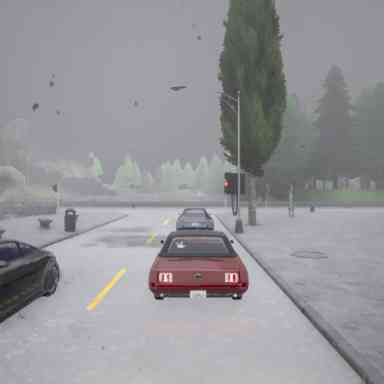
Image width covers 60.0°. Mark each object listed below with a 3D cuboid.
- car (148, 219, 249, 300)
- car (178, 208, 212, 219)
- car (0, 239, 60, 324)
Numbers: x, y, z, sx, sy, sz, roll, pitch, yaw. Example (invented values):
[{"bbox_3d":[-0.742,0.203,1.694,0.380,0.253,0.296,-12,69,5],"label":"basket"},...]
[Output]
[{"bbox_3d":[0.127,1.601,8.351,1.895,1.301,4.718,0,0,0],"label":"car"},{"bbox_3d":[0.162,1.564,18.390,1.994,1.385,4.181,0,0,0],"label":"car"},{"bbox_3d":[-3.981,1.564,5.855,1.994,1.385,4.181,0,0,0],"label":"car"}]
